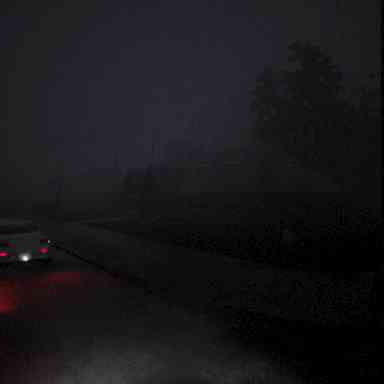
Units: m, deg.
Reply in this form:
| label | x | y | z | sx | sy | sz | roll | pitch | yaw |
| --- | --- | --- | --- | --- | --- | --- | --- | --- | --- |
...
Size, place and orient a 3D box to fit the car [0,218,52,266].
| label | x | y | z | sx | sy | sz | roll | pitch | yaw |
| --- | --- | --- | --- | --- | --- | --- | --- | --- | --- |
| car | -6.060 | 1.595 | 11.019 | 1.812 | 1.442 | 4.674 | 0 | 0 | -38 |
